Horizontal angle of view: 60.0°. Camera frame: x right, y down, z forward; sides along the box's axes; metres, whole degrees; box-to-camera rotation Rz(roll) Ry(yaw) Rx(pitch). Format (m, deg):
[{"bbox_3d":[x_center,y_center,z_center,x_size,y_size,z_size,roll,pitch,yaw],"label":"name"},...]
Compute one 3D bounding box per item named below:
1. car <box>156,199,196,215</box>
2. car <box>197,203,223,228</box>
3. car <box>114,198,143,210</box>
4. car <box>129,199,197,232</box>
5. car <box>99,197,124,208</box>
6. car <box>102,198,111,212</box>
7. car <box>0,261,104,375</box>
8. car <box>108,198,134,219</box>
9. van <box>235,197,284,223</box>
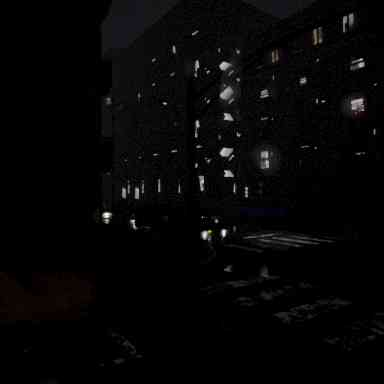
[{"bbox_3d":[-1.774,1.447,34.223,1.752,1.417,4.829,0,0,-36],"label":"car"},{"bbox_3d":[0.028,1.471,21.847,2.128,1.511,4.902,-1,0,-36],"label":"car"},{"bbox_3d":[-8.310,1.461,43.260,1.887,1.381,4.507,-1,0,-36],"label":"car"},{"bbox_3d":[-1.840,1.439,20.014,1.967,1.590,4.097,0,0,-36],"label":"car"},{"bbox_3d":[-11.628,1.461,47.847,1.887,1.381,4.507,-1,0,-36],"label":"car"},{"bbox_3d":[-11.350,1.437,37.597,1.882,1.535,5.008,-1,0,-36],"label":"car"},{"bbox_3d":[-3.575,1.525,4.018,4.829,1.417,1.752,0,0,-35],"label":"car"},{"bbox_3d":[-5.364,1.531,29.296,1.994,1.385,4.181,-1,0,-37],"label":"car"},{"bbox_3d":[4.961,1.278,24.910,1.690,1.788,3.998,0,0,-36],"label":"van"}]
